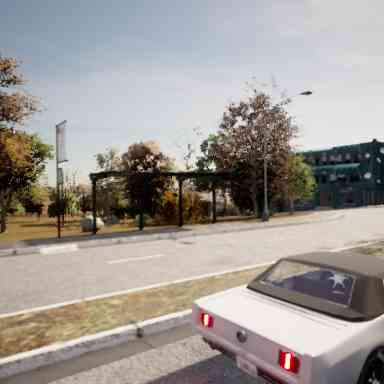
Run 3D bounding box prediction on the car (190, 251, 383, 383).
[{"bbox_3d":[2.392,1.558,4.849,4.718,1.301,1.895,-1,0,-36],"label":"car"}]
